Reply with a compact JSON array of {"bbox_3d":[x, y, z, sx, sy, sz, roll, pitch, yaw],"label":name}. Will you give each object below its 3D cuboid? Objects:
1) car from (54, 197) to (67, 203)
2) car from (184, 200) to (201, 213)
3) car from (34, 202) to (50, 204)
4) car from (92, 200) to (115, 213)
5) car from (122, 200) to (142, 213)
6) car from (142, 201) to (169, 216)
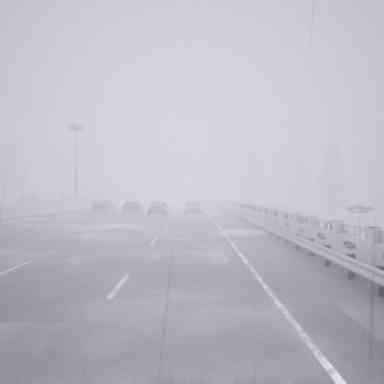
[{"bbox_3d":[-24.504,1.783,64.245,2.097,1.767,4.553,0,-1,0],"label":"car"},{"bbox_3d":[0.098,1.644,40.058,1.882,1.535,5.008,0,-1,0],"label":"car"},{"bbox_3d":[-28.004,1.923,64.628,2.128,1.511,4.902,0,-1,0],"label":"car"},{"bbox_3d":[-10.402,1.661,39.274,1.837,1.490,4.892,0,-1,0],"label":"car"},{"bbox_3d":[-6.902,1.647,39.202,2.128,1.511,4.902,0,-1,0],"label":"car"},{"bbox_3d":[-3.402,1.639,33.832,2.033,1.411,5.357,0,-1,0],"label":"car"}]
